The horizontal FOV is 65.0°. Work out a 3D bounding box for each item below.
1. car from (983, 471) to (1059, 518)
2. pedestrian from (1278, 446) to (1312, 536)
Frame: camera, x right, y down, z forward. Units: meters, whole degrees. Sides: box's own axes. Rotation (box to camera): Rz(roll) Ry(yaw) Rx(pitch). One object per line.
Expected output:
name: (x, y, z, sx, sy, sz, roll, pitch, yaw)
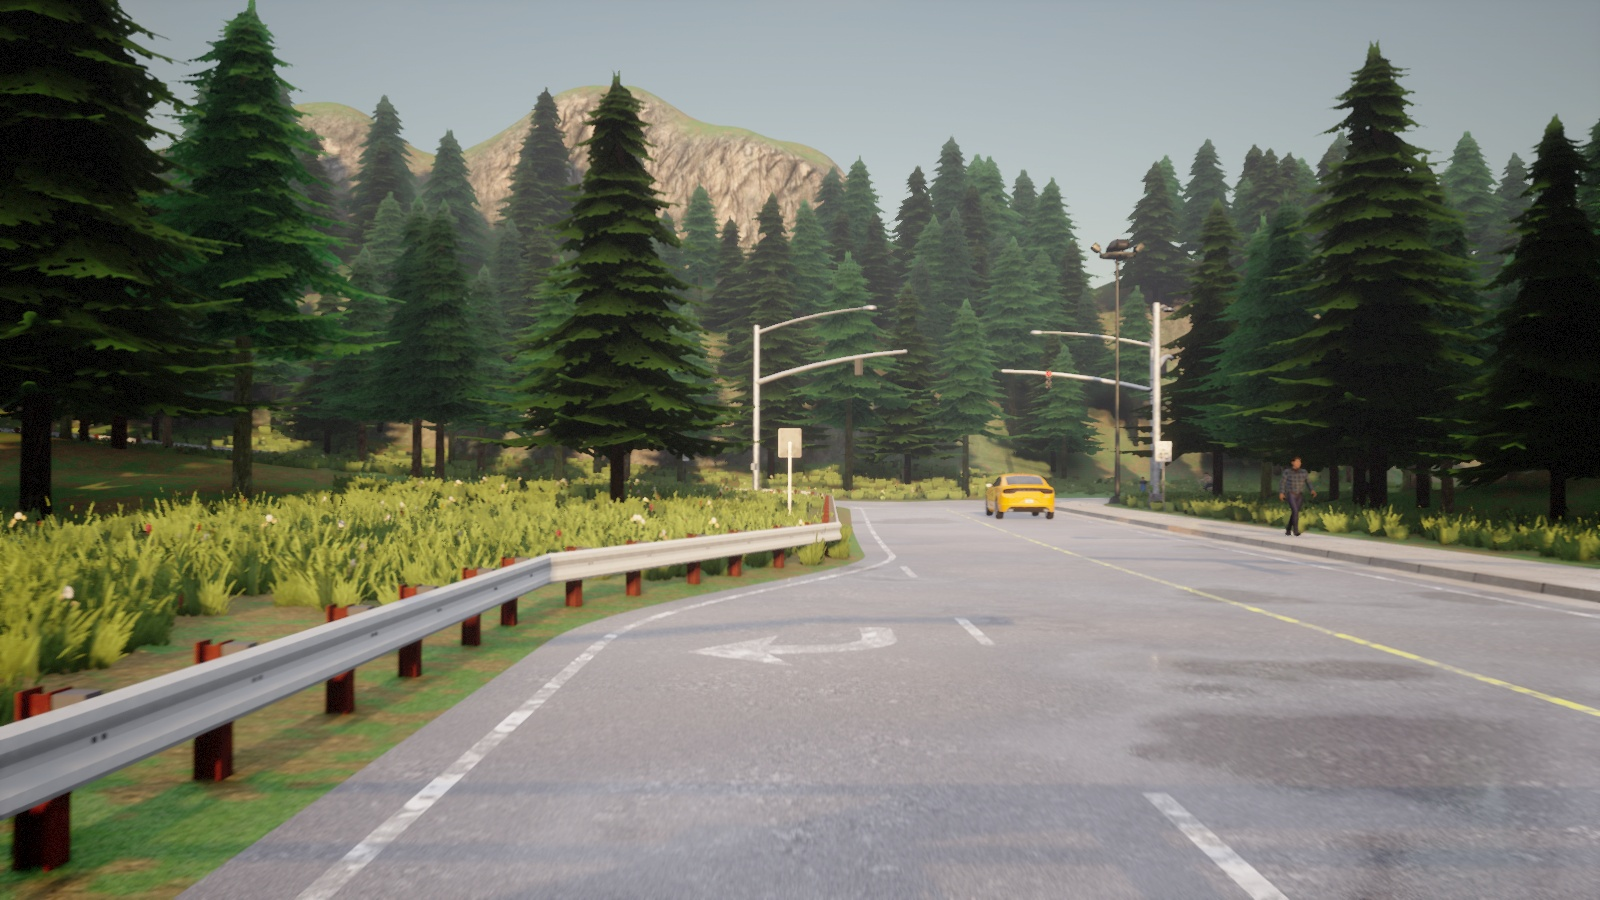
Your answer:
car: (7.514, 1.486, 43.165, 1.882, 1.535, 5.008, 0, -1, 2)
pedestrian: (10.968, 0.900, 27.836, 0.423, 1.949, 0.788, 0, -1, 2)
